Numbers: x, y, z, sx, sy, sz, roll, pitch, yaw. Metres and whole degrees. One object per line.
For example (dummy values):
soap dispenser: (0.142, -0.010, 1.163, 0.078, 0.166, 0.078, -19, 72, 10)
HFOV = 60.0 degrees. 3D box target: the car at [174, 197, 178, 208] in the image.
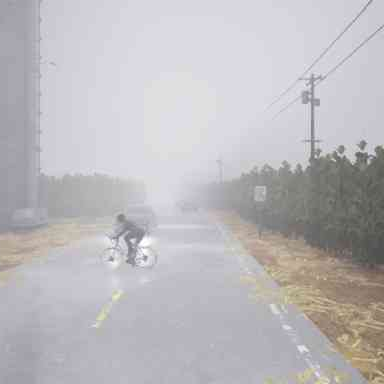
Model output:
car: (-1.566, 1.504, 49.482, 1.837, 1.490, 4.892, 0, 0, -8)

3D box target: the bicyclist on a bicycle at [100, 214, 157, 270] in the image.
bicyclist on a bicycle: (-1.850, 1.455, 9.568, 1.656, 1.620, 0.582, -2, 0, 0)

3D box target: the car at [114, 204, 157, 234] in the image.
car: (-3.160, 1.505, 19.385, 1.837, 1.490, 4.892, 0, 0, 1)

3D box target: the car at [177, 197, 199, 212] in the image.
car: (-0.361, 1.564, 38.590, 1.994, 1.385, 4.181, 0, 0, -4)
